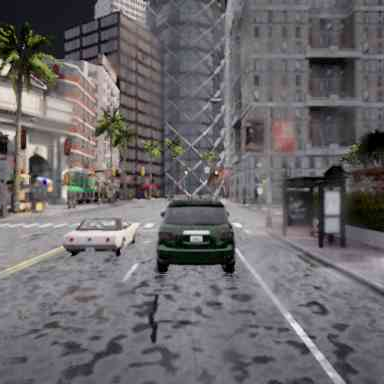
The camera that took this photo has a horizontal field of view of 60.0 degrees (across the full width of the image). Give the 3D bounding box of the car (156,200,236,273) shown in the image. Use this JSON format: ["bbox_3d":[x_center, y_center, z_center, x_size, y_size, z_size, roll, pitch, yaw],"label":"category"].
[{"bbox_3d":[0.104,1.257,10.974,2.150,2.045,5.566,0,0,0],"label":"car"}]

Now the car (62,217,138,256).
[{"bbox_3d":[-3.396,1.642,13.333,1.895,1.301,4.718,0,0,0],"label":"car"}]

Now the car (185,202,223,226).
[{"bbox_3d":[1.037,1.584,24.989,1.837,1.490,4.892,-1,0,14],"label":"car"}]
